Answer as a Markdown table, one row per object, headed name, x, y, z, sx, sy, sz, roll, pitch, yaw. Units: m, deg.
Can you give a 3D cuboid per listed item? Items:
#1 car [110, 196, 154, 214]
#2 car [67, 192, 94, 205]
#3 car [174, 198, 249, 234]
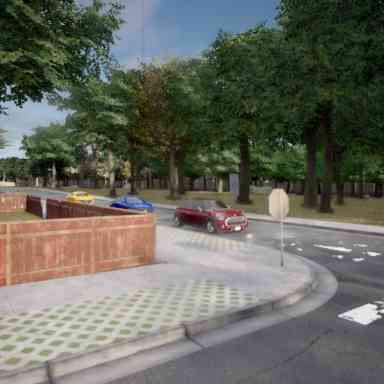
| name | x | y | z | sx | sy | sz | roll | pitch | yaw |
| --- | --- | --- | --- | --- | --- | --- | --- | --- | --- |
| car | -4.806 | 1.062 | 26.096 | 1.882 | 1.535 | 5.008 | -2 | 2 | -35 |
| car | -12.359 | 0.732 | 36.768 | 1.882 | 1.535 | 5.008 | -2 | 3 | -35 |
| car | 0.926 | 1.137 | 18.011 | 2.097 | 1.767 | 4.553 | -2 | 2 | -35 |
